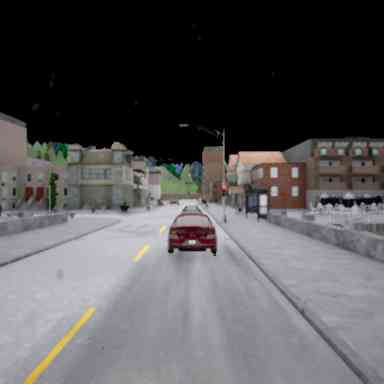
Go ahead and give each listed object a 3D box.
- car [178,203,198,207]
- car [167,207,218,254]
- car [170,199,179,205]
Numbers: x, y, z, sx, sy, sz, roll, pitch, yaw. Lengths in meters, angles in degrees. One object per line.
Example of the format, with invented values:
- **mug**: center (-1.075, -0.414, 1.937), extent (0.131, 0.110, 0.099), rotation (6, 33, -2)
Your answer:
- **car**: center (-0.055, 1.884, 28.513), extent (1.994, 1.385, 4.181), rotation (0, -1, -2)
- **car**: center (0.029, 1.638, 14.228), extent (1.882, 1.535, 5.008), rotation (0, 0, 0)
- **car**: center (-3.992, 2.417, 77.341), extent (1.994, 1.385, 4.181), rotation (0, -1, 0)
